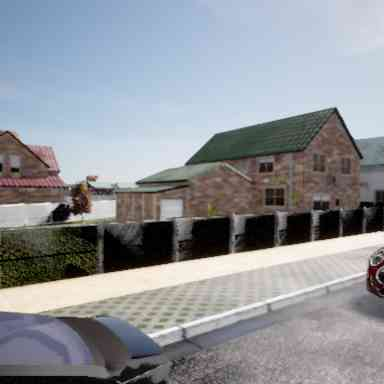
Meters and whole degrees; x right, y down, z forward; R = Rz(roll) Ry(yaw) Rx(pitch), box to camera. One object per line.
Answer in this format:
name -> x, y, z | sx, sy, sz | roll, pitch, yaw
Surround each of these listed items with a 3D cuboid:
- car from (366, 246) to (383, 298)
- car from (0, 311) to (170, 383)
car -> 5.867, 1.378, 7.443 | 4.553, 1.767, 2.097 | 0, 0, -37
car -> -2.303, 1.507, 1.357 | 4.902, 1.511, 2.128 | 0, 0, -37
